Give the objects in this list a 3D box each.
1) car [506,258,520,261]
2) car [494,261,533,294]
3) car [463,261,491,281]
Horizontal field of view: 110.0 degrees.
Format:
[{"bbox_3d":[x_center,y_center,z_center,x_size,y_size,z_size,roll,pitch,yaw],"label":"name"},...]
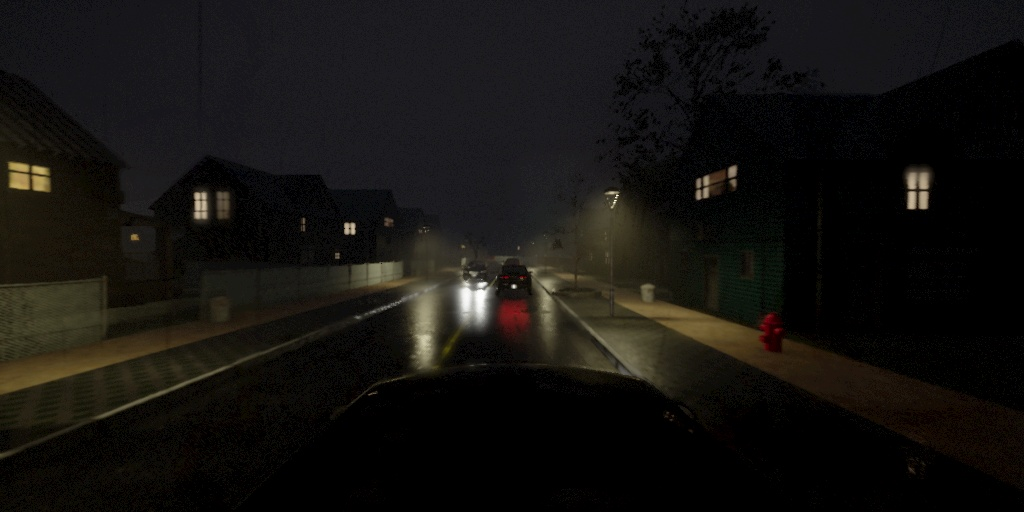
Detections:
[{"bbox_3d":[0.094,0.990,37.908,2.097,1.767,4.553,0,0,0],"label":"car"},{"bbox_3d":[0.097,1.199,19.564,1.837,1.490,4.892,0,0,0],"label":"car"},{"bbox_3d":[-2.769,1.159,28.815,2.128,1.511,4.902,0,0,0],"label":"car"}]
